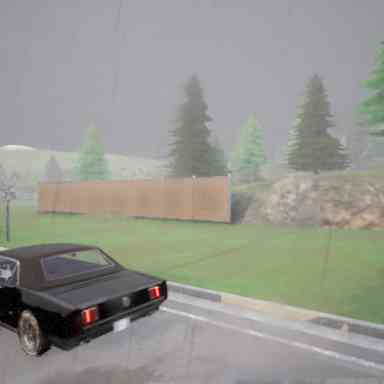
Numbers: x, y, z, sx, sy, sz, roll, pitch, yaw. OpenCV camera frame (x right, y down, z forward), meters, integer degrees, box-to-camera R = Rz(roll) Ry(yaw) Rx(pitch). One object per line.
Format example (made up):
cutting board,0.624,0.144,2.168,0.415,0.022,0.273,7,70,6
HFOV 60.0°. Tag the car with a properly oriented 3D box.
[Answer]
car,-2.792,1.614,6.061,4.718,1.301,1.895,0,0,36
